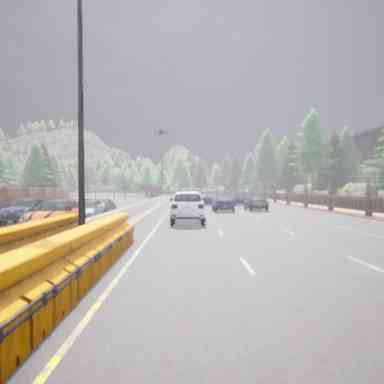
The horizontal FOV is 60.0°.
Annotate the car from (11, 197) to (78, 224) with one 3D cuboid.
[{"bbox_3d":[-7.412,1.226,18.012,2.097,1.767,4.553,0,1,-1],"label":"car"}]

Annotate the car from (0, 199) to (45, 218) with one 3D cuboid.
[{"bbox_3d":[-14.585,1.384,28.763,1.994,1.385,4.181,0,1,-1],"label":"car"}]

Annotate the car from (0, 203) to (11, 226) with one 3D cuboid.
[{"bbox_3d":[-10.987,1.210,22.318,2.097,1.767,4.553,0,1,-1],"label":"car"}]

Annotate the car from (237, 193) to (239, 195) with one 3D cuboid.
[{"bbox_3d":[6.184,0.860,44.672,2.097,1.767,4.553,0,0,-1],"label":"car"}]

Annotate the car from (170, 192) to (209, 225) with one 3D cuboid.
[{"bbox_3d":[-0.299,1.001,22.179,2.150,2.045,5.566,0,1,-1],"label":"car"}]

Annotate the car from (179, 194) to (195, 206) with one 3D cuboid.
[{"bbox_3d":[-0.787,1.029,47.120,2.128,1.511,4.902,0,1,-1],"label":"car"}]

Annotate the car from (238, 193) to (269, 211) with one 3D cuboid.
[{"bbox_3d":[6.422,1.109,33.590,2.128,1.511,4.902,0,1,-1],"label":"car"}]

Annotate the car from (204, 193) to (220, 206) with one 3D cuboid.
[{"bbox_3d":[2.687,1.006,45.273,1.882,1.535,5.008,0,1,-1],"label":"car"}]

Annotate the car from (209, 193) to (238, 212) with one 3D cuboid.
[{"bbox_3d":[3.000,1.129,32.691,1.882,1.535,5.008,0,1,-1],"label":"car"}]
